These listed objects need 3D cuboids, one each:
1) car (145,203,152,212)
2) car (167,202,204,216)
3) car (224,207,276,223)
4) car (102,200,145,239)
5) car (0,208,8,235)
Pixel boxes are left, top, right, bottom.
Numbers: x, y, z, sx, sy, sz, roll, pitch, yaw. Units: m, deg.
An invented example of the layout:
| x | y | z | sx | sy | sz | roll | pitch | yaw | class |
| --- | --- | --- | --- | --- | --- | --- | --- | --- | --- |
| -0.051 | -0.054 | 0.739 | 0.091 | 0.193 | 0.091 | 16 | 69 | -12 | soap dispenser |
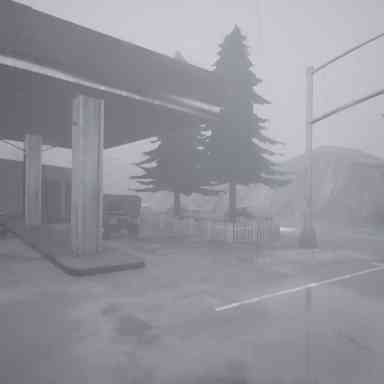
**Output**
| x | y | z | sx | sy | sz | roll | pitch | yaw | class |
| --- | --- | --- | --- | --- | --- | --- | --- | --- | --- |
| -6.580 | 1.654 | 40.204 | 1.812 | 1.442 | 4.674 | 1 | 0 | -35 | car |
| -0.712 | 1.722 | 31.878 | 1.812 | 1.442 | 4.674 | 1 | 0 | -35 | car |
| 4.207 | 1.818 | 24.881 | 1.994 | 1.385 | 4.181 | 1 | 0 | -35 | car |
| -4.508 | 1.446 | 18.283 | 1.905 | 1.878 | 3.866 | 1 | 0 | -36 | car |
| -11.639 | 1.520 | 18.489 | 2.242 | 1.667 | 4.611 | 1 | 0 | -36 | car |
